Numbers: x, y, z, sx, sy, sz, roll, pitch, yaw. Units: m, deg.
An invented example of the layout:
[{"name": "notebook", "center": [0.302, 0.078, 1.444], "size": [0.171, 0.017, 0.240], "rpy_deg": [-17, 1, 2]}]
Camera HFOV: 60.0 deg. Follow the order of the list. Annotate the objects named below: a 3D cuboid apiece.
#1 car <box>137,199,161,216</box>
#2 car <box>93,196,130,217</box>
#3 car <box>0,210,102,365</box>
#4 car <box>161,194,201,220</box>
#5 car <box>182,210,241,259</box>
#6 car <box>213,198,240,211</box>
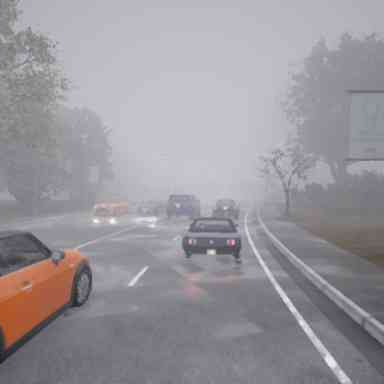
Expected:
[{"name": "car", "center": [-3.755, 1.444, 31.787], "size": [2.128, 1.511, 4.902], "rpy_deg": [0, 0, 10]}, {"name": "car", "center": [-7.429, 1.293, 31.065], "size": [2.097, 1.767, 4.553], "rpy_deg": [0, 0, 10]}, {"name": "car", "center": [-3.189, 1.338, 5.083], "size": [2.097, 1.767, 4.553], "rpy_deg": [0, 0, 2]}, {"name": "car", "center": [-0.645, 1.191, 28.154], "size": [2.150, 2.045, 5.566], "rpy_deg": [0, 0, 9]}, {"name": "car", "center": [0.818, 1.592, 12.650], "size": [1.895, 1.301, 4.718], "rpy_deg": [0, 0, 5]}, {"name": "car", "center": [3.003, 1.333, 28.604], "size": [2.097, 1.767, 4.553], "rpy_deg": [0, 0, 10]}]
